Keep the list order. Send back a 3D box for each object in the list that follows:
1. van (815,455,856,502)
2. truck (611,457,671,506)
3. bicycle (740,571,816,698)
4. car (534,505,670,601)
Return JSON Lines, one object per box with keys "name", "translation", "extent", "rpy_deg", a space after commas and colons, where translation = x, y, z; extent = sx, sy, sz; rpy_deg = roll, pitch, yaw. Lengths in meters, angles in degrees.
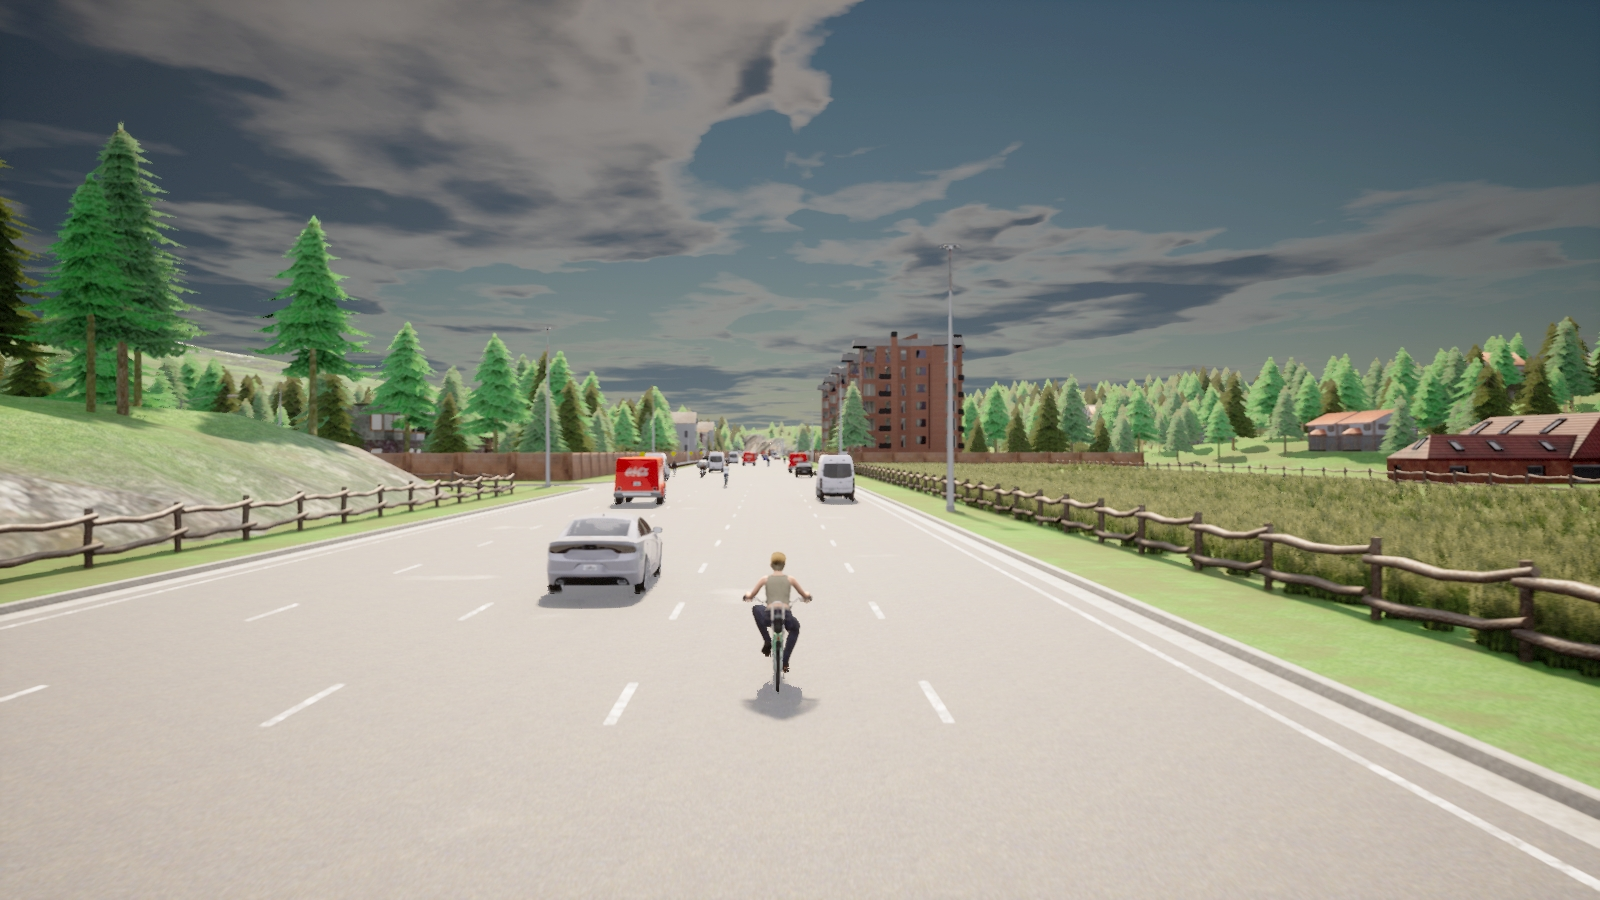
{"name": "van", "translation": [1.983, 1.575, 65.783], "extent": [1.988, 2.561, 5.915], "rpy_deg": [0, 0, -2]}
{"name": "truck", "translation": [-8.391, 1.609, 60.899], "extent": [2.627, 2.467, 5.204], "rpy_deg": [0, 0, -2]}
{"name": "bicycle", "translation": [-0.264, 2.167, 13.659], "extent": [0.859, 1.276, 1.487], "rpy_deg": [0, 0, -1]}
{"name": "car", "translation": [-3.993, 2.050, 23.926], "extent": [2.097, 1.535, 5.006], "rpy_deg": [0, 0, -1]}
